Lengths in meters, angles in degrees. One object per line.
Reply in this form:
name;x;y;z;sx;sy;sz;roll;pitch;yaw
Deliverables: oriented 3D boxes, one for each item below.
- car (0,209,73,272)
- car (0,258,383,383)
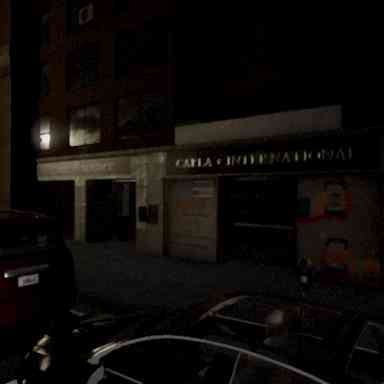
car;-4.105;1.216;5.801;5.009;1.841;2.192;1;0;36
car;0.347;1.534;2.610;4.403;1.369;2.008;1;0;36
